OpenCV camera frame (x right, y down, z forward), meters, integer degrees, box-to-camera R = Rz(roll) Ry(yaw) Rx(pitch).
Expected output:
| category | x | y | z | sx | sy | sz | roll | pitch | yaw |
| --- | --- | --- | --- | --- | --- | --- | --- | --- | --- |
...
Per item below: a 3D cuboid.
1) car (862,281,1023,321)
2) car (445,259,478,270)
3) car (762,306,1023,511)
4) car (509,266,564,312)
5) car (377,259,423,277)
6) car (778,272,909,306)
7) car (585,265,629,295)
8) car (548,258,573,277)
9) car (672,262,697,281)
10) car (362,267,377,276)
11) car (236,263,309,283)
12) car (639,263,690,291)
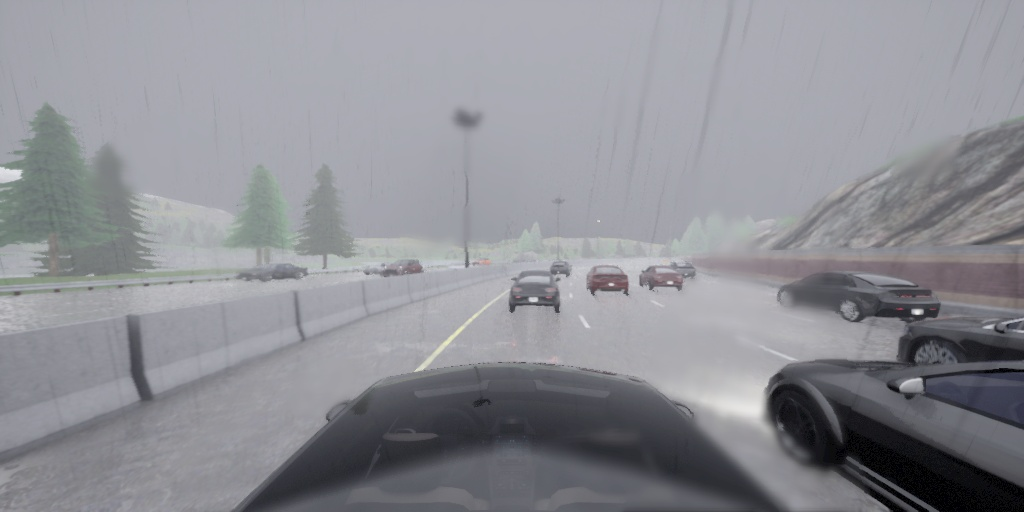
| category | x | y | z | sx | sy | sz | roll | pitch | yaw |
| --- | --- | --- | --- | --- | --- | --- | --- | --- | --- |
| car | 7.248 | 1.251 | 3.888 | 2.128 | 1.511 | 4.902 | 0 | 0 | 2 |
| car | -5.530 | 1.284 | 38.147 | 1.812 | 1.442 | 4.674 | 0 | 0 | 15 |
| car | 3.711 | 1.319 | 2.191 | 1.994 | 1.385 | 4.181 | 0 | 0 | 1 |
| car | 0.949 | 1.282 | 14.200 | 1.812 | 1.442 | 4.674 | 0 | 0 | 6 |
| car | -10.189 | 1.103 | 33.695 | 2.097 | 1.767 | 4.553 | 0 | 0 | 13 |
| car | 11.283 | 1.273 | 12.189 | 1.837 | 1.490 | 4.892 | 0 | 0 | 5 |
| car | 5.195 | 1.242 | 19.956 | 1.882 | 1.535 | 5.008 | 0 | 0 | 8 |
| car | 4.927 | 1.275 | 35.879 | 1.837 | 1.490 | 4.892 | 0 | 0 | 14 |
| car | 14.503 | 1.271 | 30.995 | 2.128 | 1.511 | 4.902 | 0 | 0 | 14 |
| car | -13.113 | 1.350 | 36.727 | 1.895 | 1.301 | 4.718 | 0 | 0 | 14 |
| car | -18.500 | 1.286 | 28.116 | 2.033 | 1.411 | 5.357 | 0 | 0 | 10 |
| car | 9.039 | 1.295 | 21.924 | 1.812 | 1.442 | 4.674 | 0 | 0 | 9 |
